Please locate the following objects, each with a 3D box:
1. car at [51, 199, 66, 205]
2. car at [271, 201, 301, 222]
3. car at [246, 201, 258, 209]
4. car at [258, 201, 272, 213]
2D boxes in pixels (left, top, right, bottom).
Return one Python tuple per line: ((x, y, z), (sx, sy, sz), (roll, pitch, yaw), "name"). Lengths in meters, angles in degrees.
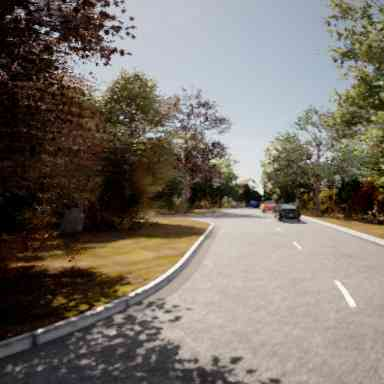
((-29.065, 2.164, 76.496), (5.366, 1.575, 1.946), (1, -2, 8), "car")
((8.714, 1.838, 30.513), (1.882, 1.535, 5.008), (1, -1, 8), "car")
((15.502, 3.259, 84.053), (2.150, 2.045, 5.566), (2, -2, -11), "car")
((11.274, 2.115, 48.558), (2.097, 1.767, 4.553), (1, -1, 8), "car")
